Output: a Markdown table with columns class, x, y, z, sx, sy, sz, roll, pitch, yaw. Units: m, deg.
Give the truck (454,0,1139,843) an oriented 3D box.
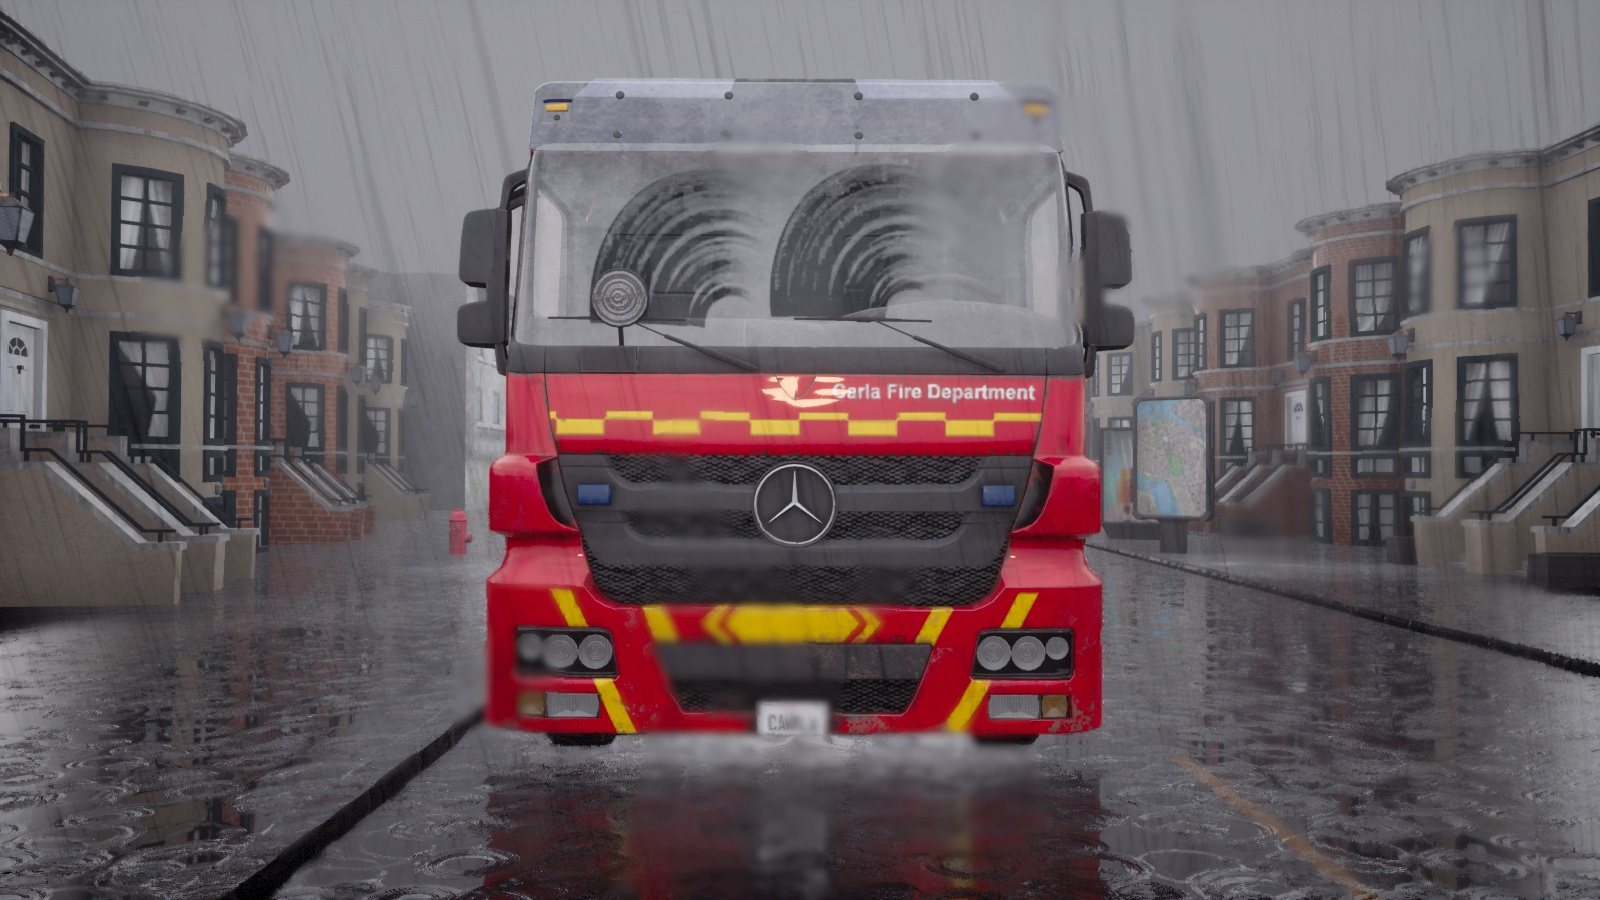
| class | x | y | z | sx | sy | sz | roll | pitch | yaw |
| --- | --- | --- | --- | --- | --- | --- | --- | --- | --- |
| truck | -0.032 | -0.190 | 9.565 | 2.891 | 3.827 | 8.468 | 0 | -1 | 0 |
